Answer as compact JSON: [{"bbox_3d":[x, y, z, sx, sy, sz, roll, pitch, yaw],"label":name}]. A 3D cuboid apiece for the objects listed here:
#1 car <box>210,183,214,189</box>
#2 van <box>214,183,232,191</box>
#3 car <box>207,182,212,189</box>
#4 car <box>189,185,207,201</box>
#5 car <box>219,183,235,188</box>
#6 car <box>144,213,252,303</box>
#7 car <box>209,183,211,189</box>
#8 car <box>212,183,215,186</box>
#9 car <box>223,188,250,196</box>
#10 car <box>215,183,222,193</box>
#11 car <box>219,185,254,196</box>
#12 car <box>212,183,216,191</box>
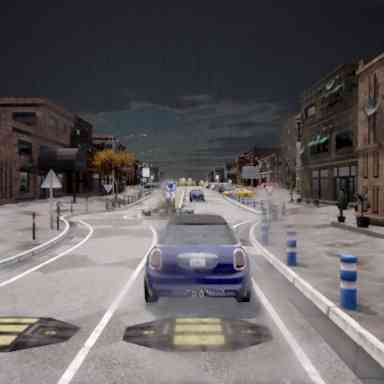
[{"bbox_3d":[7.754,-0.914,82.191,5.008,1.535,2.097,0,2,-1],"label":"car"},{"bbox_3d":[7.828,-1.227,84.819,4.442,1.987,1.878,0,2,-1],"label":"van"},{"bbox_3d":[7.607,-1.428,90.450,5.566,2.045,2.435,0,2,-1],"label":"car"},{"bbox_3d":[0.684,0.314,49.380,2.097,1.767,4.553,0,3,-1],"label":"car"},{"bbox_3d":[7.980,-0.301,62.910,4.553,1.767,2.185,0,2,-1],"label":"car"},{"bbox_3d":[0.126,1.314,8.298,2.097,1.767,4.553,0,0,1],"label":"car"},{"bbox_3d":[7.676,-1.053,87.701,4.674,1.452,2.002,0,2,-1],"label":"car"},{"bbox_3d":[7.756,-0.790,79.438,4.792,1.488,2.163,0,2,-1],"label":"car"},{"bbox_3d":[8.053,-0.016,60.165,4.674,1.452,2.002,0,2,-1],"label":"car"},{"bbox_3d":[8.004,-0.543,65.658,5.566,2.045,2.435,0,2,-1],"label":"car"},{"bbox_3d":[7.902,0.065,57.406,5.366,1.575,1.946,0,3,-1],"label":"car"},{"bbox_3d":[7.830,-0.720,76.684,4.892,1.521,2.231,0,2,-1],"label":"car"}]
